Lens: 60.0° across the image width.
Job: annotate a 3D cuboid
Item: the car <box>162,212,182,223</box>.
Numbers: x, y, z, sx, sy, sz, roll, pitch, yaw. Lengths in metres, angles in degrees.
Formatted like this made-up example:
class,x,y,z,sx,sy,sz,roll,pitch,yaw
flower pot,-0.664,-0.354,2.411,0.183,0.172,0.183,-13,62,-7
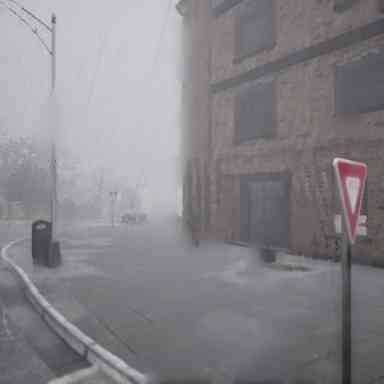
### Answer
class,x,y,z,sx,sy,sz,roll,pitch,yaw
car,-1.872,3.057,39.483,2.002,1.452,4.674,2,-3,17

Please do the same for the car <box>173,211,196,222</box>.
class,x,y,z,sx,sy,sz,roll,pitch,yaw
car,-1.164,3.839,52.508,2.128,1.511,4.902,0,-4,17

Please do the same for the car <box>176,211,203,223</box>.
class,x,y,z,sx,sy,sz,roll,pitch,yaw
car,-0.270,3.395,44.730,2.163,1.488,4.792,0,-4,17

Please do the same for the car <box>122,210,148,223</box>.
class,x,y,z,sx,sy,sz,roll,pitch,yaw
car,-7.358,3.181,43.271,1.837,1.490,4.892,0,-4,17

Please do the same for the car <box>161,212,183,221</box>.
class,x,y,z,sx,sy,sz,roll,pitch,yaw
car,-3.339,4.098,56.419,2.033,1.411,5.357,0,-4,17
